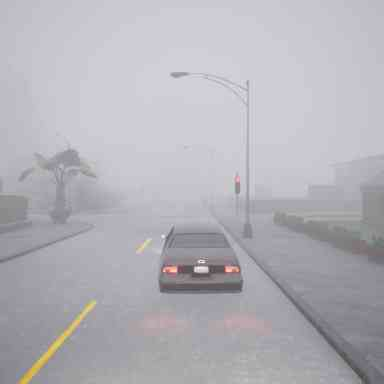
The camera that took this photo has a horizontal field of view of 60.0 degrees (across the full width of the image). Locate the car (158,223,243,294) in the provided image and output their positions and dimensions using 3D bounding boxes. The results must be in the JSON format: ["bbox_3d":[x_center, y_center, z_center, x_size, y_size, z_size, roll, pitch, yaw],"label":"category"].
[{"bbox_3d":[0.111,1.547,8.948,2.033,1.411,5.357,0,0,-2],"label":"car"}]

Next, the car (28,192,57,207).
[{"bbox_3d":[-19.770,0.986,43.858,1.905,1.878,3.866,0,0,35],"label":"car"}]
